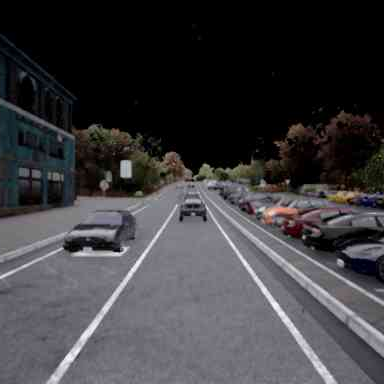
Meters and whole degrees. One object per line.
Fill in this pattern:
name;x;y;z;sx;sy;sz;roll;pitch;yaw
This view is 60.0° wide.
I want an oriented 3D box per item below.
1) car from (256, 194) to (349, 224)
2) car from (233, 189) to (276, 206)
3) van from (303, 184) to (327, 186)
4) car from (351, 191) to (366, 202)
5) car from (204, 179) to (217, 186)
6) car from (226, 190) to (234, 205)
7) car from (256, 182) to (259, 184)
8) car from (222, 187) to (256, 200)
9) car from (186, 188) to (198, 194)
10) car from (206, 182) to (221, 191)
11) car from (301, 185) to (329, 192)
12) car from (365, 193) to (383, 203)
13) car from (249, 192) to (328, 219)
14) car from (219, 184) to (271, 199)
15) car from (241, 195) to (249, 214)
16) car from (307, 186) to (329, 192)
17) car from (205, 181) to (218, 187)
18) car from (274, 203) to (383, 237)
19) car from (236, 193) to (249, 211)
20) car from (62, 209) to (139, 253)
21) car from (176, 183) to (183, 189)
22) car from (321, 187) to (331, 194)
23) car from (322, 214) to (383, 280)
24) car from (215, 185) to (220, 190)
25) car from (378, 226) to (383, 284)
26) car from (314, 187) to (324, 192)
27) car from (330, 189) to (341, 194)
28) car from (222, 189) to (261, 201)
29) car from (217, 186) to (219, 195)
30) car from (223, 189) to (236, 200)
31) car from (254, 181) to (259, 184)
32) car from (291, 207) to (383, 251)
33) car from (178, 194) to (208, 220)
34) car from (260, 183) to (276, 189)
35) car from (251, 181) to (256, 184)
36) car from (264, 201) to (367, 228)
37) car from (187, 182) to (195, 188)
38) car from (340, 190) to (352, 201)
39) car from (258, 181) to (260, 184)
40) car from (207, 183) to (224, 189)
car;6.506;1.179;20.072;4.553;1.767;2.185;0;1;0
car;6.514;0.882;31.210;4.553;1.767;2.185;0;2;0
van;19.640;-0.258;53.471;4.442;1.987;1.878;-1;3;0
car;19.639;0.903;34.101;5.008;1.535;2.097;0;2;0
car;6.647;-1.712;88.809;5.566;2.045;2.435;0;4;0
car;6.552;0.837;36.794;4.792;1.488;2.163;0;2;0
car;19.653;-1.259;85.978;4.792;1.488;2.163;0;4;0
car;6.683;0.154;47.915;4.553;1.767;2.185;0;3;0
car;0.008;0.670;41.363;2.128;1.511;4.902;0;2;0
car;6.558;-1.084;83.286;4.792;1.488;2.163;0;4;0
car;19.753;0.154;50.816;4.674;1.452;2.002;0;3;0
car;19.621;1.000;31.313;5.008;1.535;2.097;0;2;0
car;6.523;1.119;22.852;4.553;1.767;2.185;0;1;0
car;6.645;0.312;42.344;5.566;2.045;2.435;0;3;0
car;6.539;1.203;25.642;4.792;1.488;2.163;0;1;0
car;19.735;0.307;48.035;4.674;1.452;2.002;0;3;0
car;6.608;-1.287;86.054;5.008;1.535;2.097;0;4;0
car;6.433;1.402;14.499;5.008;1.535;2.097;0;1;0
car;6.499;1.124;28.429;4.792;1.488;2.163;0;2;0
car;-3.366;1.419;13.379;2.033;1.411;5.357;0;1;0
car;-3.481;-1.740;92.910;2.128;1.511;4.902;0;3;0
car;19.882;0.555;42.335;5.366;1.575;1.946;0;3;0
car;6.375;1.496;8.924;4.792;1.488;2.163;0;0;0
car;6.658;0.001;53.485;4.792;1.488;2.163;0;3;0
car;6.384;1.527;6.138;4.674;1.452;2.002;0;0;0
car;19.743;0.450;45.126;4.792;1.488;2.163;0;3;0
car;19.864;0.683;39.542;5.366;1.575;1.946;0;3;0
car;6.629;0.425;45.146;5.008;1.535;2.097;0;3;0
car;6.699;0.155;50.705;4.792;1.488;2.163;0;3;0
car;6.592;0.691;39.569;4.892;1.521;2.231;0;2;0
car;19.695;-1.422;88.743;4.674;1.452;2.002;0;4;0
car;6.416;1.438;11.710;5.008;1.535;2.097;0;1;0
car;0.060;1.168;24.120;1.837;1.490;4.892;0;1;0
car;19.648;-0.949;80.569;5.008;1.535;2.097;0;4;0
car;19.527;-1.639;91.506;5.366;1.575;1.946;0;4;0
car;6.460;1.397;17.289;4.674;1.452;2.002;0;1;0
car;-0.228;-1.884;91.377;2.097;1.767;4.553;0;3;0
car;19.632;0.828;36.891;4.792;1.488;2.163;0;2;0
car;19.699;-1.248;83.327;4.553;1.767;2.185;0;4;0
car;6.655;-1.808;94.367;4.892;1.521;2.231;0;4;0
